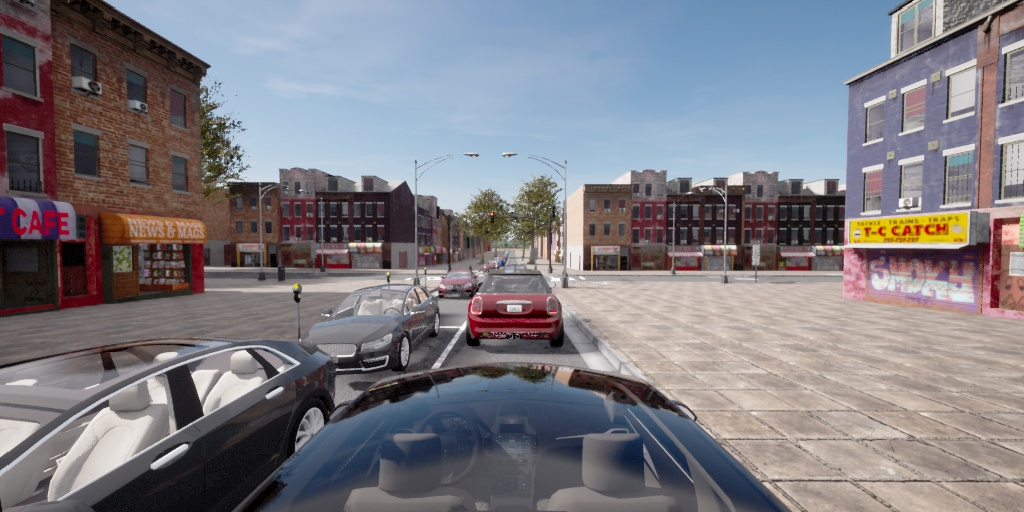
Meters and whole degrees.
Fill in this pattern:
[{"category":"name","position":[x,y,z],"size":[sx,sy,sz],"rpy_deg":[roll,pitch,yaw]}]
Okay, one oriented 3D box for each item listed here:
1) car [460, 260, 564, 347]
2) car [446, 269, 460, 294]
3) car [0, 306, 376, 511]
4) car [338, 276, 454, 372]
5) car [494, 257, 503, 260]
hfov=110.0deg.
[{"category":"car","position":[0.111,1.100,9.512],"size":[2.097,1.767,4.553],"rpy_deg":[0,0,2]},{"category":"car","position":[-2.611,1.333,18.363],"size":[1.802,1.307,4.207],"rpy_deg":[0,0,0]},{"category":"car","position":[-2.640,1.300,2.020],"size":[2.007,1.370,4.403],"rpy_deg":[0,0,0]},{"category":"car","position":[-2.630,1.298,7.469],"size":[2.007,1.370,4.403],"rpy_deg":[0,0,0]},{"category":"car","position":[-2.564,1.236,45.138],"size":[1.967,1.591,4.097],"rpy_deg":[0,0,0]}]
